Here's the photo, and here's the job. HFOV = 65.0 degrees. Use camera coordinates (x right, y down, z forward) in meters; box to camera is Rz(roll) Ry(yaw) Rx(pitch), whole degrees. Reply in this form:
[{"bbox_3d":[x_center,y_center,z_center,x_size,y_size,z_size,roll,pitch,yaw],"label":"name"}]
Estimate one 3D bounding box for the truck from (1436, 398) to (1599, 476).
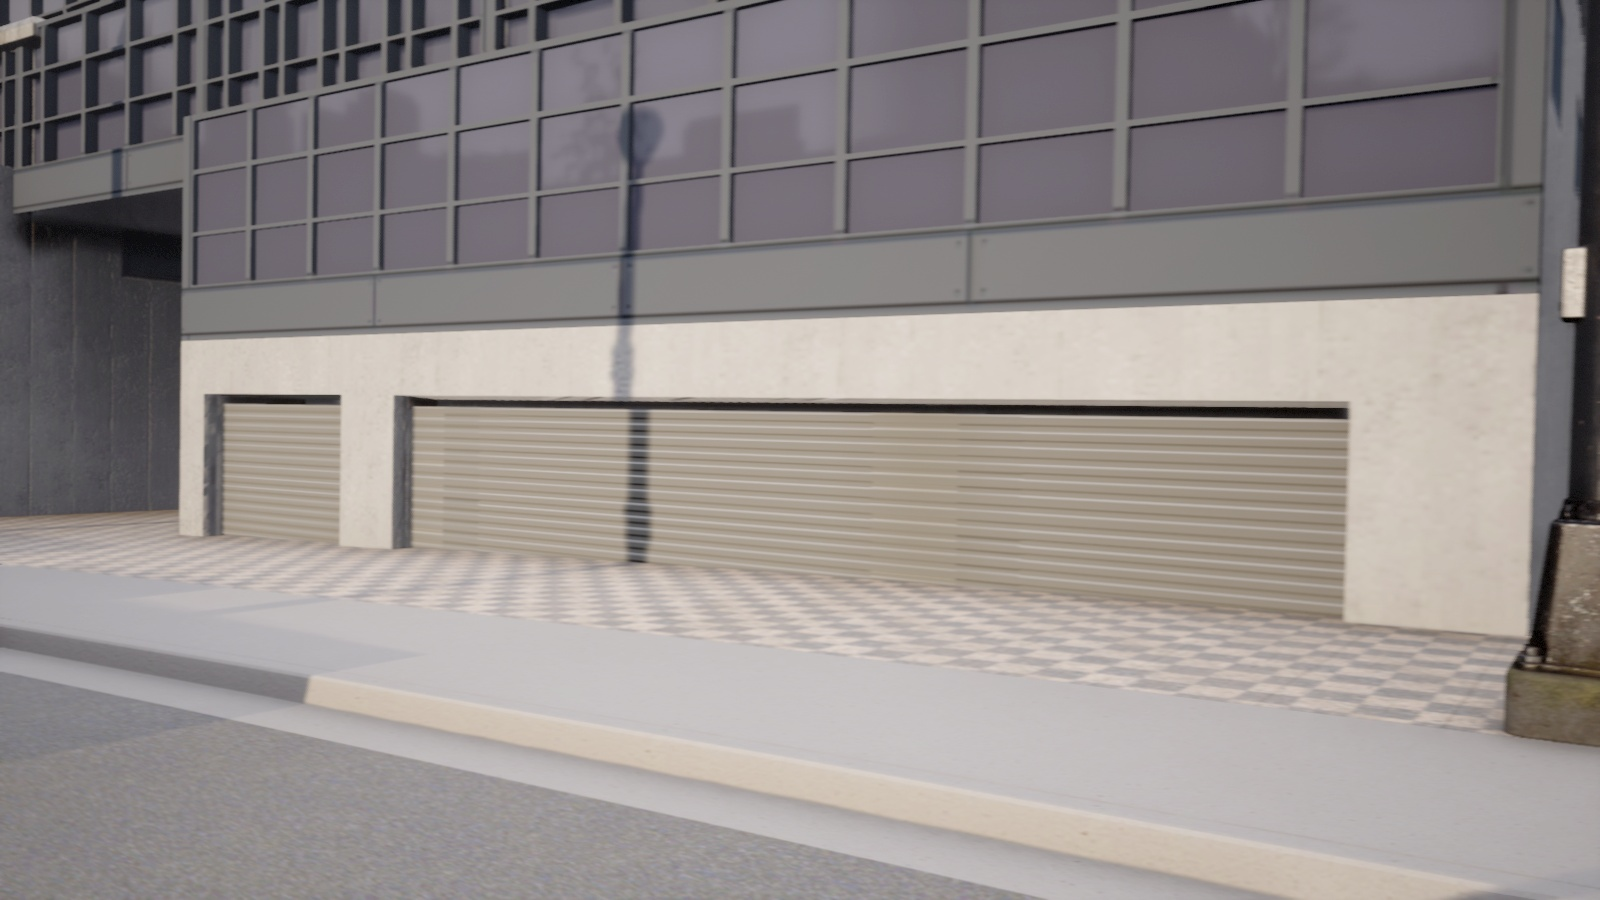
[{"bbox_3d":[34.051,-0.630,58.088,7.936,3.462,2.891,1,1,33],"label":"truck"}]
